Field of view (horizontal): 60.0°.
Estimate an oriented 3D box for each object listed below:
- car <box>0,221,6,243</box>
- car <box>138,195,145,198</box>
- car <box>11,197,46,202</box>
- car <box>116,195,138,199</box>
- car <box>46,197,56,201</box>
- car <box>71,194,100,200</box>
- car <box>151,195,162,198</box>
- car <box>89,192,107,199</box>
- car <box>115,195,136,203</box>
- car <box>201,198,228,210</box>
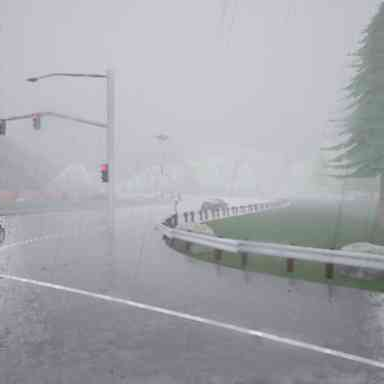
[{"bbox_3d":[-8.628,1.458,12.679,1.882,1.535,5.008,-2,1,-20],"label":"car"},{"bbox_3d":[-11.186,1.371,67.524,2.128,1.511,4.902,0,0,19],"label":"car"},{"bbox_3d":[-20.654,1.451,40.258,1.812,1.442,4.674,0,0,28],"label":"car"},{"bbox_3d":[-11.850,1.409,57.127,1.812,1.442,4.674,0,0,27],"label":"car"},{"bbox_3d":[-24.601,1.460,55.175,1.994,1.385,4.181,0,0,28],"label":"car"},{"bbox_3d":[-17.778,1.443,53.161,2.033,1.411,5.357,0,0,28],"label":"car"},{"bbox_3d":[-7.205,1.373,68.617,2.128,1.511,4.902,0,0,18],"label":"car"},{"bbox_3d":[-17.737,1.103,60.658,2.150,2.045,5.566,0,0,26],"label":"car"},{"bbox_3d":[-13.977,1.382,70.350,2.128,1.511,4.902,0,0,18],"label":"car"},{"bbox_3d":[2.659,1.440,39.021,1.812,1.442,4.674,0,0,28],"label":"car"}]
